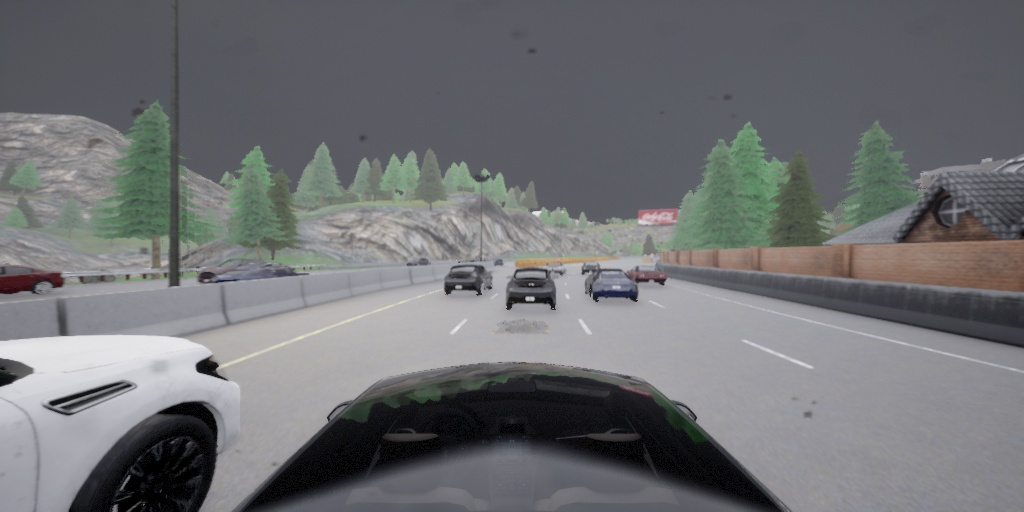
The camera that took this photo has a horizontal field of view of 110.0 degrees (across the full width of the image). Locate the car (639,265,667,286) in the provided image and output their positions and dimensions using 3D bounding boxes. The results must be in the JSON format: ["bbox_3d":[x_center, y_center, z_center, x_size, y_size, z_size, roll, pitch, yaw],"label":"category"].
[{"bbox_3d":[9.196,1.291,24.861,1.895,1.301,4.718,0,0,10],"label":"car"}]

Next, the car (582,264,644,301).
[{"bbox_3d":[4.595,1.271,17.010,1.994,1.385,4.181,0,0,6],"label":"car"}]

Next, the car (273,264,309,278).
[{"bbox_3d":[-13.030,1.258,18.839,1.895,1.301,4.718,0,0,6],"label":"car"}]

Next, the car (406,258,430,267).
[{"bbox_3d":[-15.026,1.018,57.521,1.837,1.490,4.892,0,1,19],"label":"car"}]

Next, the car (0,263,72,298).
[{"bbox_3d":[-23.823,1.118,16.067,1.882,1.535,5.008,0,0,5],"label":"car"}]

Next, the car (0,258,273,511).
[{"bbox_3d":[-3.351,0.967,0.608,2.150,2.045,5.566,0,0,0],"label":"car"}]

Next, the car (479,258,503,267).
[{"bbox_3d":[-3.093,1.027,59.645,2.128,1.511,4.902,0,0,21],"label":"car"}]

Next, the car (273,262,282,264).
[{"bbox_3d":[-16.035,1.127,22.781,2.128,1.511,4.902,0,0,8],"label":"car"}]

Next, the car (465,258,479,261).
[{"bbox_3d":[-5.957,1.085,61.947,1.994,1.385,4.181,0,0,22],"label":"car"}]

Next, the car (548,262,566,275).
[{"bbox_3d":[4.389,1.239,36.157,1.895,1.301,4.718,0,0,13],"label":"car"}]

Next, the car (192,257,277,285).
[{"bbox_3d":[-19.230,0.971,25.162,2.097,1.767,4.553,0,0,8],"label":"car"}]

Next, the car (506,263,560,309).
[{"bbox_3d":[0.828,1.212,14.651,1.837,1.490,4.892,0,0,5],"label":"car"}]

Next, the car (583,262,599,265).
[{"bbox_3d":[8.418,1.243,37.843,1.895,1.301,4.718,0,0,14],"label":"car"}]

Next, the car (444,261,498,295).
[{"bbox_3d":[-2.202,1.188,19.114,1.837,1.490,4.892,0,0,7],"label":"car"}]
